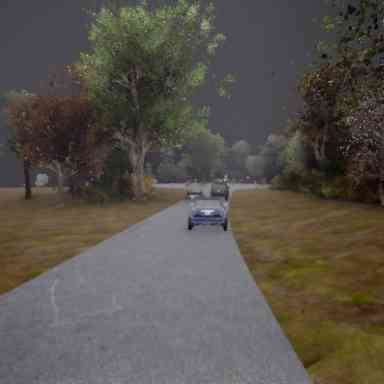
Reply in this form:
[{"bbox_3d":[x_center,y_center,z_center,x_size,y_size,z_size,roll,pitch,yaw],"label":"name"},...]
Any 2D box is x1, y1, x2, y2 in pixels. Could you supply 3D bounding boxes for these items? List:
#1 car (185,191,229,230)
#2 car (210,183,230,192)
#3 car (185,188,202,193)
[{"bbox_3d":[0.969,1.043,19.037,2.097,1.767,4.553,0,2,4],"label":"car"},{"bbox_3d":[3.496,-0.141,41.618,2.150,2.045,5.566,1,3,8],"label":"car"},{"bbox_3d":[0.350,0.256,39.620,2.128,1.511,4.902,2,3,7],"label":"car"}]
